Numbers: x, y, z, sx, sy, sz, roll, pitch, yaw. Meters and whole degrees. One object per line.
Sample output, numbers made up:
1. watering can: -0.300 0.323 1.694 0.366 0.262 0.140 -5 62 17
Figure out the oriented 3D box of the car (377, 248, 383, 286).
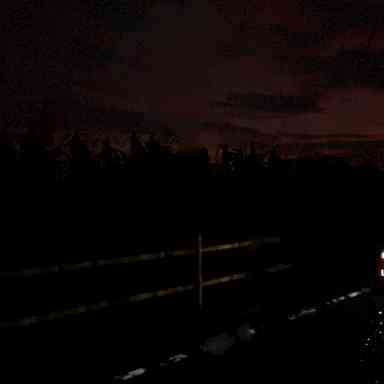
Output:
1. car: 6.349 1.350 7.982 4.553 1.767 2.097 0 0 -39
